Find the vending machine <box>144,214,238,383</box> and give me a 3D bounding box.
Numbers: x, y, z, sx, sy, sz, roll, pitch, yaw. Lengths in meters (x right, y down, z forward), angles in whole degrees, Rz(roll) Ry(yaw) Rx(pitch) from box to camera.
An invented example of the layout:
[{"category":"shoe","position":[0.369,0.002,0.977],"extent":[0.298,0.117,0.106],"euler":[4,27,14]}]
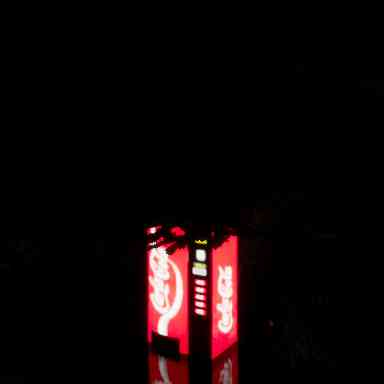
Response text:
[{"category":"vending machine","position":[0.012,1.414,4.824],"extent":[0.880,2.100,1.100],"euler":[0,0,35]}]
